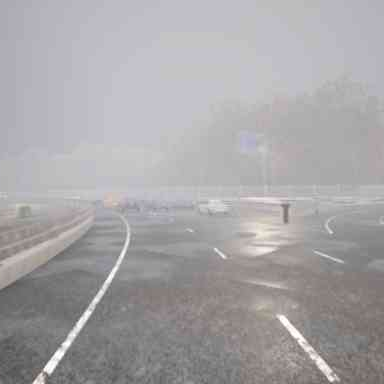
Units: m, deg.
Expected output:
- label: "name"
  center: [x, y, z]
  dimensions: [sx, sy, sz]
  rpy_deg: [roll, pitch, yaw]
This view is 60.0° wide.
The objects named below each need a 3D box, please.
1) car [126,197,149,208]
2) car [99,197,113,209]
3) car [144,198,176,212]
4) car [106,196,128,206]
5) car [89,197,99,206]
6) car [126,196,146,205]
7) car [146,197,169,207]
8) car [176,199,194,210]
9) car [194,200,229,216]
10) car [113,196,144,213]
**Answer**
- label: "car"
  center: [-7.961, 1.517, 48.169]
  dimensions: [1.837, 1.490, 4.892]
  rpy_deg: [0, 0, -29]
- label: "car"
  center: [-11.073, 1.513, 46.564]
  dimensions: [1.882, 1.535, 5.008]
  rpy_deg: [0, 0, -29]
- label: "car"
  center: [-4.027, 1.539, 39.310]
  dimensions: [2.033, 1.411, 5.357]
  rpy_deg: [0, 0, -22]
- label: "car"
  center: [-12.973, 1.517, 57.236]
  dimensions: [1.882, 1.535, 5.008]
  rpy_deg: [0, 0, -34]
- label: "car"
  center: [-15.955, 1.588, 55.404]
  dimensions: [1.812, 1.442, 4.674]
  rpy_deg: [0, 0, -34]
- label: "car"
  center: [-9.991, 1.542, 59.069]
  dimensions: [1.812, 1.442, 4.674]
  rpy_deg: [0, 0, -34]
- label: "car"
  center: [-5.284, 1.554, 50.641]
  dimensions: [1.994, 1.385, 4.181]
  rpy_deg: [0, 0, -29]
- label: "car"
  center: [-1.205, 1.534, 41.712]
  dimensions: [1.994, 1.385, 4.181]
  rpy_deg: [0, 0, -22]
- label: "car"
  center: [2.001, 1.482, 32.165]
  dimensions: [1.812, 1.442, 4.674]
  rpy_deg: [0, 0, -18]
- label: "car"
  center: [-7.372, 1.369, 38.266]
  dimensions: [2.097, 1.767, 4.553]
  rpy_deg: [0, 0, -22]
